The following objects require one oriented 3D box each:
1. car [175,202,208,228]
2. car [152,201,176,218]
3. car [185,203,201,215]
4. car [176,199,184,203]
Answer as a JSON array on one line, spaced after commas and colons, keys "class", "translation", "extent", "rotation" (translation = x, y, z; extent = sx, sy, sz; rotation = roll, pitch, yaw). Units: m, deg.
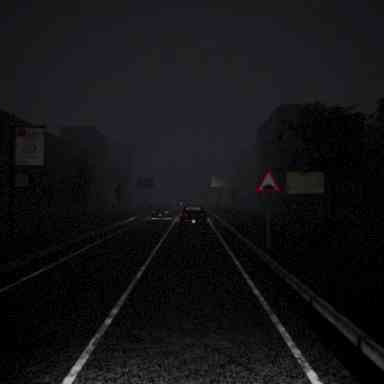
[{"class": "car", "translation": [0.102, 1.718, 23.929], "extent": [2.128, 1.511, 4.902], "rotation": [0, -1, 0]}, {"class": "car", "translation": [-3.098, 1.894, 35.053], "extent": [2.033, 1.411, 5.357], "rotation": [0, -1, 0]}, {"class": "car", "translation": [0.106, 2.066, 41.571], "extent": [1.895, 1.301, 4.718], "rotation": [0, -1, 0]}, {"class": "car", "translation": [-3.000, 2.443, 75.337], "extent": [1.837, 1.490, 4.892], "rotation": [0, -1, 0]}]
